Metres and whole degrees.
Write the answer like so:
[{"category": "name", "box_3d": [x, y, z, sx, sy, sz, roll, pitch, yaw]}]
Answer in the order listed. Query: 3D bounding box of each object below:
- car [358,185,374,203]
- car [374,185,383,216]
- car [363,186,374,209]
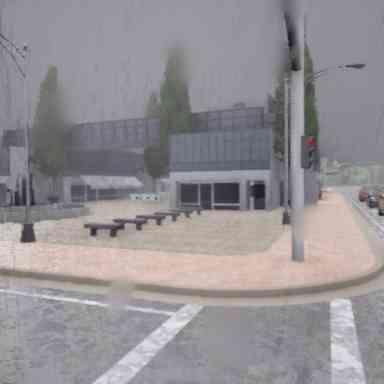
[{"category": "car", "box_3d": [21.159, 0.182, 39.669, 2.150, 2.045, 5.566, 0, 1, 23]}, {"category": "car", "box_3d": [13.041, 0.657, 20.767, 2.150, 2.045, 5.566, 0, 1, 23]}, {"category": "car", "box_3d": [16.945, 0.559, 29.895, 2.097, 1.767, 4.553, 0, 1, 23]}]
